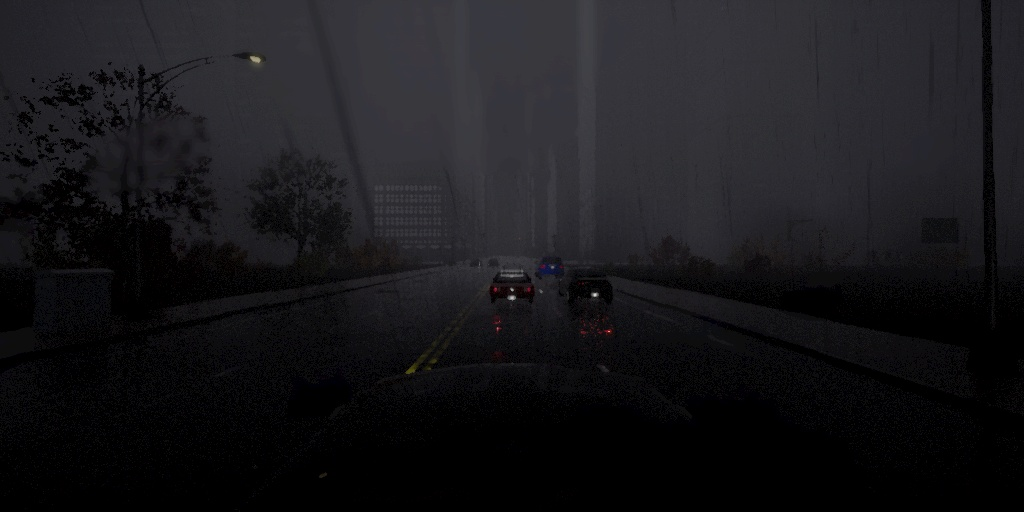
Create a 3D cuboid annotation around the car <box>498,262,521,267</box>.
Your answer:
[{"bbox_3d":[0.011,1.360,31.509,1.895,1.301,4.718,0,0,0],"label":"car"}]

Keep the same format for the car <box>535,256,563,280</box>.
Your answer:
[{"bbox_3d":[3.261,1.001,31.508,2.150,2.045,5.566,0,0,0],"label":"car"}]

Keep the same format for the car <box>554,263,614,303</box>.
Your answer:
[{"bbox_3d":[3.255,1.266,16.476,1.837,1.490,4.892,0,0,0],"label":"car"}]

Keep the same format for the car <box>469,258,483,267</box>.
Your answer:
[{"bbox_3d":[-6.477,1.113,64.535,2.097,1.767,4.553,0,0,0],"label":"car"}]

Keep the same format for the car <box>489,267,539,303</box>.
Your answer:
[{"bbox_3d":[0.005,1.365,16.507,1.895,1.301,4.718,0,0,0],"label":"car"}]

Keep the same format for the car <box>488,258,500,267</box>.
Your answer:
[{"bbox_3d":[-3.227,1.113,64.534,2.097,1.767,4.553,0,0,0],"label":"car"}]
